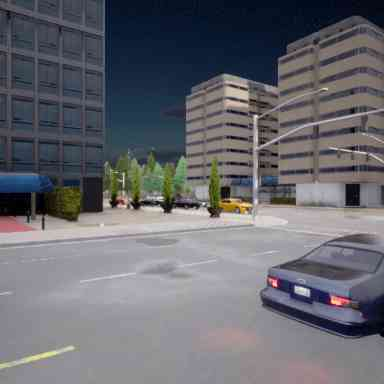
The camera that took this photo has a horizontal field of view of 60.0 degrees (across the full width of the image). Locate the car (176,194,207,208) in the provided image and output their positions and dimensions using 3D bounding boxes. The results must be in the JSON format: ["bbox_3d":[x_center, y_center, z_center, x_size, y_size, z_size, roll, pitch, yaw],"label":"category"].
[{"bbox_3d":[0.254,1.491,48.083,2.128,1.511,4.902,0,0,-35],"label":"car"}]

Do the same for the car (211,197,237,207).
[{"bbox_3d":[5.086,1.563,53.737,1.994,1.385,4.181,0,0,-35],"label":"car"}]

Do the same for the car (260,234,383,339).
[{"bbox_3d":[3.719,1.547,6.473,5.357,1.411,2.033,0,0,-35],"label":"car"}]

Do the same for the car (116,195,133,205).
[{"bbox_3d":[-12.002,1.352,59.555,2.097,1.767,4.553,0,0,-35],"label":"car"}]

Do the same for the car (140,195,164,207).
[{"bbox_3d":[-6.165,1.601,51.152,1.895,1.301,4.718,0,0,-35],"label":"car"}]

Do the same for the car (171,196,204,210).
[{"bbox_3d":[-0.893,1.601,43.619,1.895,1.301,4.718,0,0,-35],"label":"car"}]

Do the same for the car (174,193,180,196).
[{"bbox_3d":[-4.256,1.221,67.066,2.150,2.045,5.566,0,0,-35],"label":"car"}]

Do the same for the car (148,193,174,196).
[{"bbox_3d":[-5.810,1.221,56.766,2.150,2.045,5.566,0,0,-34],"label":"car"}]

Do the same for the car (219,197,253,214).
[{"bbox_3d":[4.467,1.478,35.964,1.882,1.535,5.008,0,0,-35],"label":"car"}]

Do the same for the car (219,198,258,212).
[{"bbox_3d":[5.566,1.505,40.497,1.837,1.490,4.892,0,0,-35],"label":"car"}]
